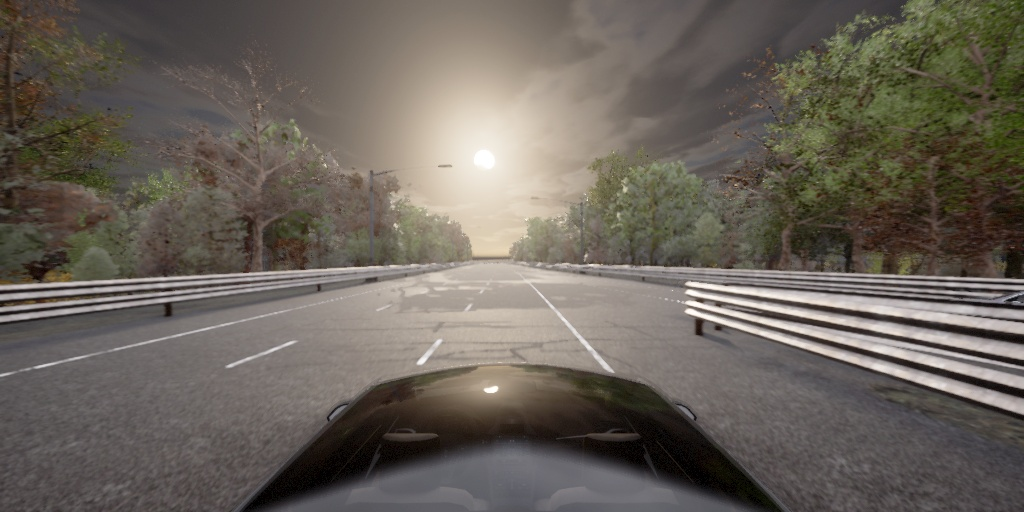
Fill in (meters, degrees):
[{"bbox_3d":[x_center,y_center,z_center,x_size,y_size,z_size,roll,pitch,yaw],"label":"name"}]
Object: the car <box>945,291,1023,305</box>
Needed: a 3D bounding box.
[{"bbox_3d":[11.946,1.284,7.358,2.033,1.649,4.856,0,-1,-12],"label":"car"}]
